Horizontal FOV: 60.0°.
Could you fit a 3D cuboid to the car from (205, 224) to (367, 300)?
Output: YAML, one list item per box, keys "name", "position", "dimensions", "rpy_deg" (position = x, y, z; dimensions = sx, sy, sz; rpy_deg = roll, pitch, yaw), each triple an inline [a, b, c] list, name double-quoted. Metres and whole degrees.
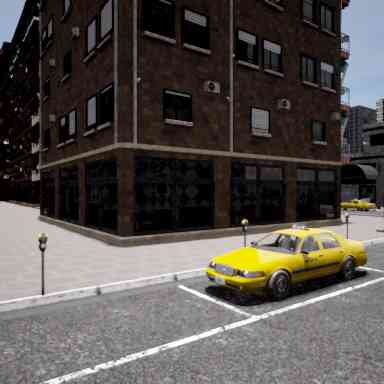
- name: "car"
  position: [2.548, 1.530, 8.385]
  dimensions: [4.829, 1.417, 1.752]
  rpy_deg: [0, 0, -36]

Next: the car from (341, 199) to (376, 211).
- name: "car"
  position: [19.221, 1.497, 39.606]
  dimensions: [1.752, 1.417, 4.829]
  rpy_deg: [0, 0, -35]
